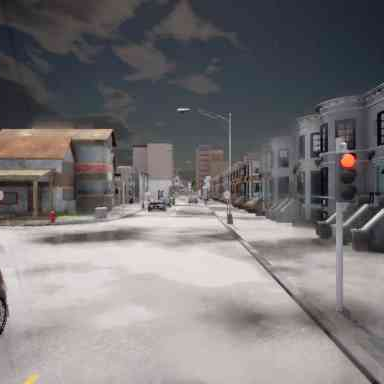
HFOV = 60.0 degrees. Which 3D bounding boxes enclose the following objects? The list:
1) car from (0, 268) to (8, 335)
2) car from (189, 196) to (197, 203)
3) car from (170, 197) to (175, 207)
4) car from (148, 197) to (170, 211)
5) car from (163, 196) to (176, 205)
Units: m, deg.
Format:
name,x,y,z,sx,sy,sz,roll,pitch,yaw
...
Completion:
name,x,y,z,sx,sy,sz,roll,pitch,yaw
car,-3.984,1.352,3.344,2.097,1.767,4.553,0,0,1
car,0.209,1.547,70.002,2.033,1.411,5.357,0,0,0
car,-4.023,1.505,49.454,1.837,1.490,4.892,0,0,0
car,-4.049,1.564,39.509,1.994,1.385,4.181,0,0,0
car,-3.971,1.547,59.904,2.033,1.411,5.357,0,0,1
